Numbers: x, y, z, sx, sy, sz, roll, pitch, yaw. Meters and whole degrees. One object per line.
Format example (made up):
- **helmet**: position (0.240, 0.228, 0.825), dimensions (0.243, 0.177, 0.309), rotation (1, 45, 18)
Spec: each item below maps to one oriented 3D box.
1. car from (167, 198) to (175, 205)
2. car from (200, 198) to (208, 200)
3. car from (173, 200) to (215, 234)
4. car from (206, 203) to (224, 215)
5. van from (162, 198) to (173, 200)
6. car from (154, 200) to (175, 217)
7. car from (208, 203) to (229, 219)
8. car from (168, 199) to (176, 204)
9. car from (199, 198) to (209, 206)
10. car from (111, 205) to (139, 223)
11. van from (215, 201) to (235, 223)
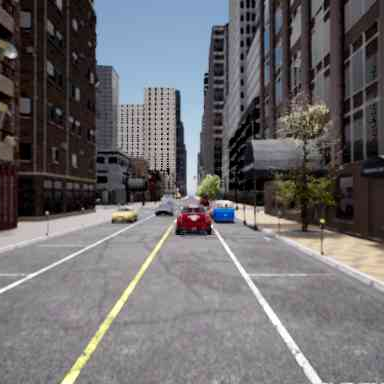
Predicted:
- **car**: position (-5.646, 2.529, 88.964), dimensions (1.967, 1.590, 4.097), rotation (0, -1, 0)
- **car**: position (2.725, 2.184, 72.393), dimensions (2.192, 1.841, 5.009), rotation (0, -1, 0)
- **car**: position (0.112, 1.590, 21.147), dimensions (2.097, 1.767, 4.553), rotation (0, -1, 0)
- **car**: position (2.710, 2.037, 40.004), dimensions (1.802, 1.307, 4.206), rotation (0, -1, 0)
- **van**: position (-5.654, 2.208, 72.394), dimensions (1.690, 1.788, 3.998), rotation (0, -1, 0)
- **car**: position (-3.002, 1.968, 37.135), dimensions (2.033, 1.411, 5.357), rotation (0, -1, 0)
- **car**: position (2.707, 1.916, 34.513), dimensions (1.752, 1.417, 4.829), rotation (0, -1, 0)
- **car**: position (-5.643, 2.715, 94.485), dimensions (2.008, 1.369, 4.403), rotation (0, -1, 0)
- **car**: position (2.728, 2.256, 77.916), dimensions (2.192, 1.841, 5.009), rotation (0, -1, 0)
- **car**: position (-5.676, 1.845, 28.513), dimensions (1.752, 1.417, 4.829), rotation (0, -1, 0)
- **van**: position (2.704, 1.664, 28.681), dimensions (1.690, 1.788, 3.998), rotation (0, -1, 0)
